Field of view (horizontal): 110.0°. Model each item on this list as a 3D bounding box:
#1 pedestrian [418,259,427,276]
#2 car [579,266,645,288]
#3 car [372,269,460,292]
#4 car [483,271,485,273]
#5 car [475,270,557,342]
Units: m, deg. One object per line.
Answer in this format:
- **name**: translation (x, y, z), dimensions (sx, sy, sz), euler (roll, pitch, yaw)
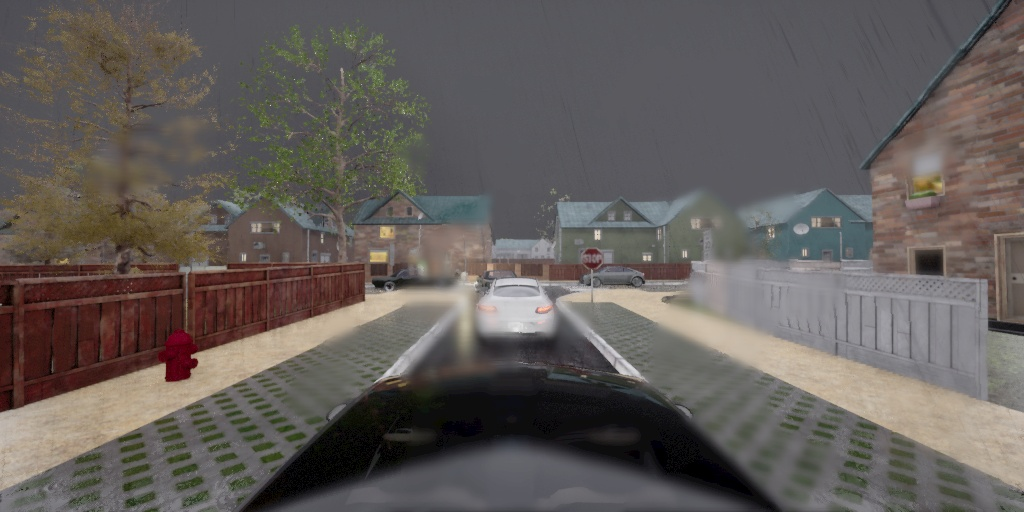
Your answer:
- **pedestrian**: translation (-6.687, 1.118, 26.762), dimensions (0.375, 1.860, 0.375), euler (0, -1, 1)
- **car**: translation (6.551, 1.344, 23.660), dimensions (4.181, 1.385, 1.994), euler (0, -1, 1)
- **car**: translation (-5.471, 1.416, 20.876), dimensions (4.718, 1.301, 1.895), euler (-1, -1, 1)
- **car**: translation (-0.747, 1.366, 18.489), dimensions (1.895, 1.301, 4.718), euler (0, -1, -12)
- **car**: translation (0.107, 1.279, 9.670), dimensions (1.812, 1.442, 4.674), euler (0, 0, 0)
